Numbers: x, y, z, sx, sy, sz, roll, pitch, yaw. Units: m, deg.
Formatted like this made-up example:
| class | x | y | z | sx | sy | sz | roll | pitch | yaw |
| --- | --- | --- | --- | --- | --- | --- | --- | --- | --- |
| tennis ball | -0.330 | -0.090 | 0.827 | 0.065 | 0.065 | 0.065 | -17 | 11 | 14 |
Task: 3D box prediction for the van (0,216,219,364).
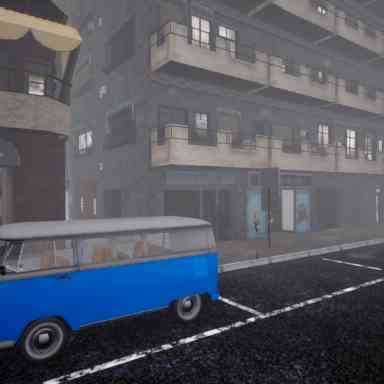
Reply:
| class | x | y | z | sx | sy | sz | roll | pitch | yaw |
| --- | --- | --- | --- | --- | --- | --- | --- | --- | --- |
| van | -1.416 | 1.341 | 5.557 | 3.998 | 1.788 | 1.690 | 0 | 0 | -35 |
